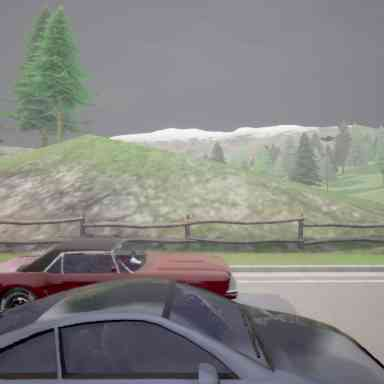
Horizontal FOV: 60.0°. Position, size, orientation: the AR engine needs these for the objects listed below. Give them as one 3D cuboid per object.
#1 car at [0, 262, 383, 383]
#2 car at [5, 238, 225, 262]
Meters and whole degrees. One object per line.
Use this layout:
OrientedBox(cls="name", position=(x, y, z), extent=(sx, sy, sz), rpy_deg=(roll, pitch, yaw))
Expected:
OrientedBox(cls="car", position=(-0.312, 1.563, 2.969), extent=(4.181, 1.385, 1.994), rpy_deg=(0, 0, 0))
OrientedBox(cls="car", position=(-1.533, 1.601, 6.451), extent=(4.718, 1.301, 1.895), rpy_deg=(0, 0, -1))
